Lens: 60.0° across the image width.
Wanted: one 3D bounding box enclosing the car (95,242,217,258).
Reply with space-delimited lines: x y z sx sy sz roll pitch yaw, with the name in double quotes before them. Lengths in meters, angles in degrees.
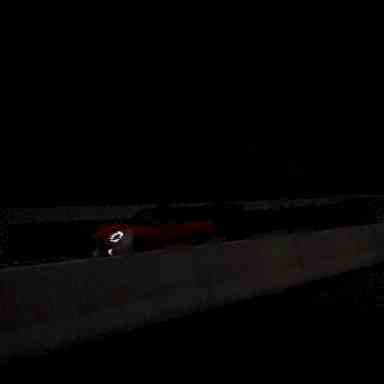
"car" -1.303 1.365 11.891 4.553 1.767 2.097 0 0 -38
